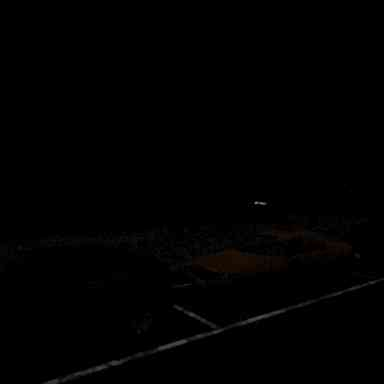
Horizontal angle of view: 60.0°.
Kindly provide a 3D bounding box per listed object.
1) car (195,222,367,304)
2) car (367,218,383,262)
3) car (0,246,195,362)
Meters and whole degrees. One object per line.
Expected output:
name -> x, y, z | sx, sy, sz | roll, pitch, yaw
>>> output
car -> 2.133, 1.545, 8.189 | 4.829, 1.417, 1.752 | 0, 0, -36
car -> 6.850, 1.605, 11.574 | 4.313, 1.339, 1.947 | 0, 0, -36
car -> -2.309, 1.568, 5.003 | 4.313, 1.339, 1.947 | 0, 0, -36
